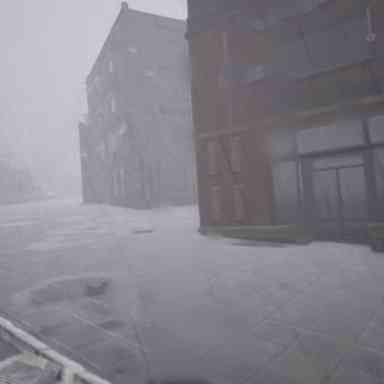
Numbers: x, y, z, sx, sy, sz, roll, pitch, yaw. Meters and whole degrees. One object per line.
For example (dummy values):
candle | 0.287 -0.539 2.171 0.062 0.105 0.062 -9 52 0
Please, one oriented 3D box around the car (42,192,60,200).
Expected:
car | -27.810 0.676 65.773 1.812 1.442 4.674 -5 3 4
